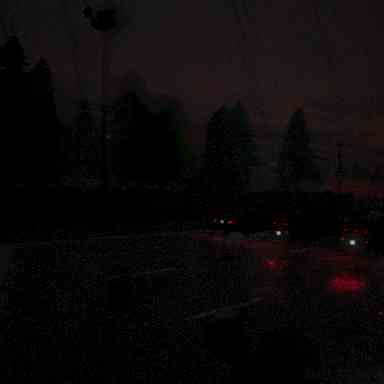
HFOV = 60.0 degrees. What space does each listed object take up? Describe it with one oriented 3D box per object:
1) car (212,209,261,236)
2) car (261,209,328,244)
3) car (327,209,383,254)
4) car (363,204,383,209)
[{"bbox_3d":[3.669,1.680,19.380,5.357,1.411,2.033,1,0,-35],"label":"car"},{"bbox_3d":[5.963,1.643,16.713,4.892,1.490,1.837,0,0,-35],"label":"car"},{"bbox_3d":[7.988,1.643,13.858,4.892,1.490,1.837,0,0,-35],"label":"car"},{"bbox_3d":[16.144,1.783,28.272,4.892,1.490,1.837,0,0,-35],"label":"car"}]
